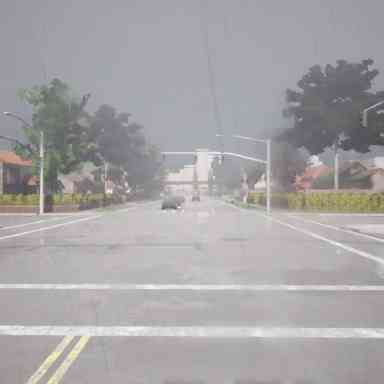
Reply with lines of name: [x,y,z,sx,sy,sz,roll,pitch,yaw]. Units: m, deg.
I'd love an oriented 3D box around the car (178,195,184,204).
car: [-2.774,1.505,53.271,1.837,1.490,4.892,0,0,1]

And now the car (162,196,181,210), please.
car: [-2.852,1.547,43.438,2.033,1.411,5.357,0,0,0]

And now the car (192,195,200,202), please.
car: [0.981,1.500,79.125,1.837,1.490,4.892,0,0,0]

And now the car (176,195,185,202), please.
car: [-2.555,1.478,73.944,1.882,1.535,5.008,0,0,0]

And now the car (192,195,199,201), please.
car: [1.051,1.514,89.523,1.812,1.442,4.674,0,0,0]
